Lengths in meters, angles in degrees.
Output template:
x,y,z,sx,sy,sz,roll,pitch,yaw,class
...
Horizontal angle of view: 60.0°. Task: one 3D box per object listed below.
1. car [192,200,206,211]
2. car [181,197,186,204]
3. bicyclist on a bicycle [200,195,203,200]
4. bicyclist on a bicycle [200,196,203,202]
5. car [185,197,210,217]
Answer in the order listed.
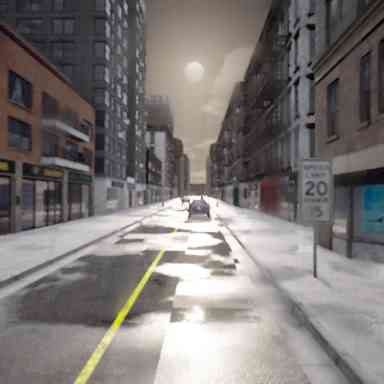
x,y,z,sx,sy,sz,roll,pitch,yaw,class
0.960,1.809,46.120,1.895,1.301,4.718,0,0,2,car
-1.306,1.767,72.224,2.128,1.511,4.902,0,0,1,car
2.388,1.697,81.405,0.659,1.776,1.843,0,0,1,bicyclist on a bicycle
2.573,1.801,90.408,0.582,1.620,1.656,0,0,1,bicyclist on a bicycle
0.702,1.505,32.743,2.097,1.767,4.553,0,0,2,car
